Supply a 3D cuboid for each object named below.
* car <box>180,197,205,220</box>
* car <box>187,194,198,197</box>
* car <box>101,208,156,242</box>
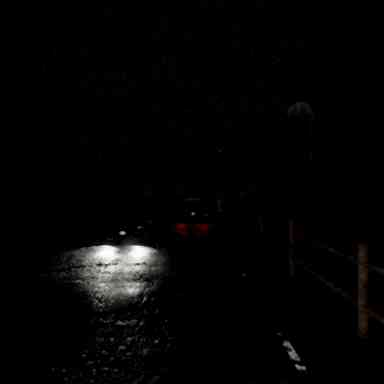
[{"bbox_3d":[0.071,1.357,25.992,1.812,1.442,4.674,0,0,0],"label":"car"},{"bbox_3d":[0.038,1.083,42.567,2.097,1.767,4.553,0,0,0],"label":"car"},{"bbox_3d":[-2.839,1.461,15.516,1.994,1.385,4.181,0,0,0],"label":"car"}]
